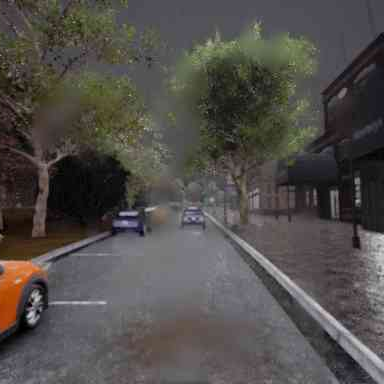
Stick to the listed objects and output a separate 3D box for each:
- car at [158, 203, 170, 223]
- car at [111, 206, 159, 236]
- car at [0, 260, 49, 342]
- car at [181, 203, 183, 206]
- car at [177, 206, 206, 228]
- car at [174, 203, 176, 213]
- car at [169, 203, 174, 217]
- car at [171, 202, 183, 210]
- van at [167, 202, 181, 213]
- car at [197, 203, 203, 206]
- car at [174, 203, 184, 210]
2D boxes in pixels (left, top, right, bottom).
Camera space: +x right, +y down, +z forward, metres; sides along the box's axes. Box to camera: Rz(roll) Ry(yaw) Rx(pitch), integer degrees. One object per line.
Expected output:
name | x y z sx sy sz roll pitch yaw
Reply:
car | -3.644 2.149 31.950 2.097 1.535 5.008 1 -2 2
car | -3.640 1.843 20.845 2.163 1.488 4.792 1 -2 2
car | -3.656 1.368 4.111 2.185 1.767 4.553 0 0 2
car | -3.419 3.259 71.160 2.231 1.521 4.892 0 -1 2
car | 0.097 2.034 25.932 2.033 1.411 5.357 0 -2 0
car | -3.657 2.516 43.112 2.163 1.488 4.792 0 -1 2
car | -3.653 2.317 37.509 2.097 1.535 5.008 0 -1 2
car | -3.419 3.267 76.870 2.185 1.767 4.553 -1 -1 2
van | -3.640 2.740 59.917 1.878 1.987 4.442 1 -1 2
car | 0.090 2.524 42.834 1.812 1.442 4.674 0 -2 0
car | -3.179 3.531 82.568 2.097 1.535 5.008 0 -2 2
